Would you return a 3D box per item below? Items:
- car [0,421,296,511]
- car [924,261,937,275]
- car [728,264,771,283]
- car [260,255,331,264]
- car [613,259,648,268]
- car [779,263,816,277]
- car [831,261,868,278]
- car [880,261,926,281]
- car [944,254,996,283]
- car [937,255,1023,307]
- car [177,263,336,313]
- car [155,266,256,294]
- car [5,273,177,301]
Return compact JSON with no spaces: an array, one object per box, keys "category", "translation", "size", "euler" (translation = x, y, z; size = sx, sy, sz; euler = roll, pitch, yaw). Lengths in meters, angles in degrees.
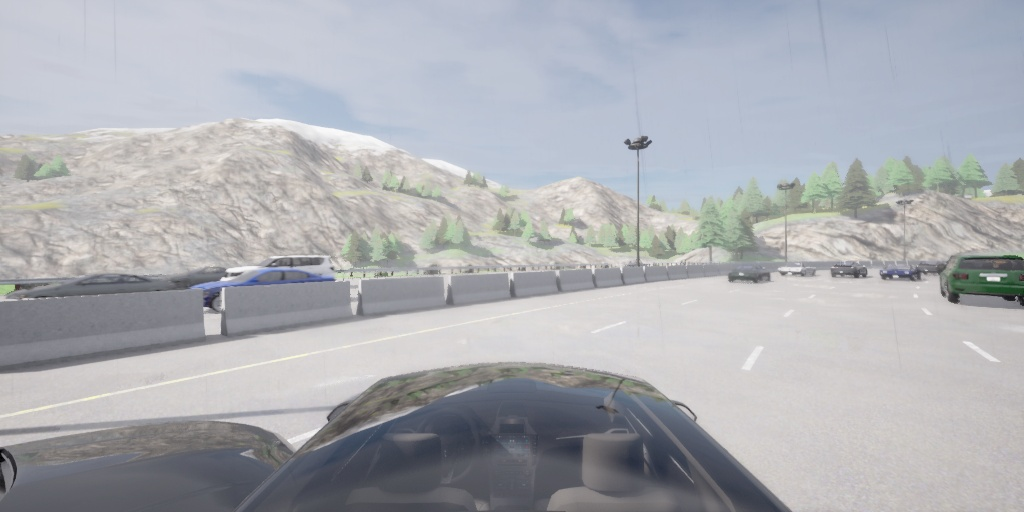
[{"category":"car","translation":[-2.983,1.255,0.544],"size":[4.892,1.490,1.837],"euler":[0,0,-45]},{"category":"car","translation":[43.311,1.241,36.877],"size":[4.902,1.511,2.128],"euler":[0,0,-31]},{"category":"car","translation":[18.432,1.312,27.761],"size":[4.181,1.385,1.994],"euler":[0,0,-41]},{"category":"car","translation":[-13.326,0.971,20.938],"size":[2.150,2.045,5.566],"euler":[0,0,41]},{"category":"car","translation":[14.046,1.063,42.502],"size":[4.718,1.301,1.895],"euler":[0,0,-38]},{"category":"car","translation":[28.367,1.351,35.531],"size":[4.718,1.301,1.895],"euler":[0,0,-36]},{"category":"car","translation":[31.373,1.241,33.354],"size":[4.902,1.511,2.128],"euler":[0,0,-35]},{"category":"car","translation":[32.304,1.351,29.743],"size":[4.718,1.301,1.895],"euler":[0,0,-35]},{"category":"car","translation":[35.598,0.961,27.833],"size":[5.566,2.045,2.150],"euler":[2,-1,-34]},{"category":"car","translation":[20.634,0.973,15.728],"size":[5.566,2.045,2.150],"euler":[0,0,-43]},{"category":"car","translation":[-9.711,1.227,14.304],"size":[1.882,1.535,5.008],"euler":[0,0,39]},{"category":"car","translation":[-17.785,1.314,20.976],"size":[1.994,1.385,4.181],"euler":[0,0,39]},{"category":"car","translation":[-15.091,1.314,13.141],"size":[1.994,1.385,4.181],"euler":[0,0,38]}]
